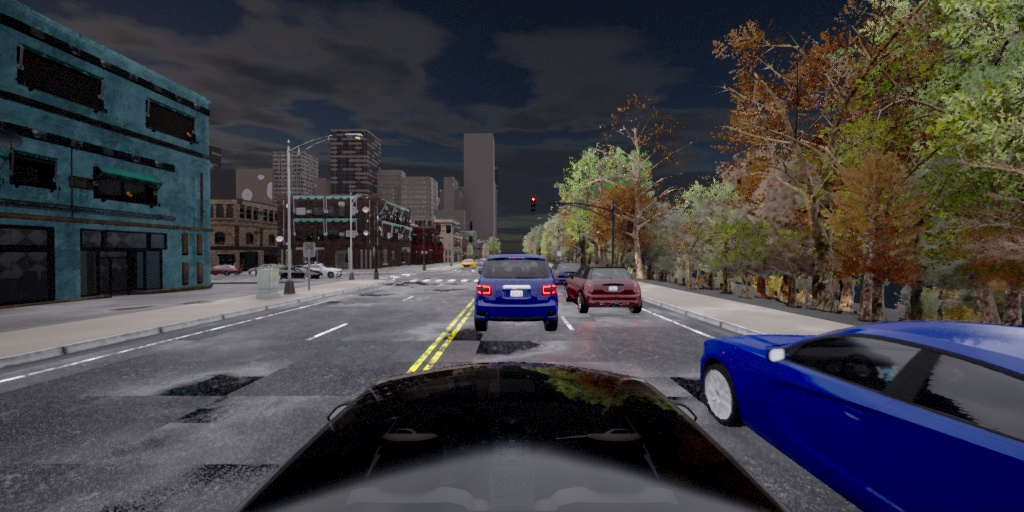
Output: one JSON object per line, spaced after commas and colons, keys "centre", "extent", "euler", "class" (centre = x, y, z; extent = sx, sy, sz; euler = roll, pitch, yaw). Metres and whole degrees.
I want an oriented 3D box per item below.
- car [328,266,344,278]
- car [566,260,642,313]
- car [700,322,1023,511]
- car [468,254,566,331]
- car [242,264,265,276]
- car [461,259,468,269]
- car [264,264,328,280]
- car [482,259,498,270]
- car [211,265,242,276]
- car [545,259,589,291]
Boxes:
{"centre": [-19.333, 1.486, 35.954], "extent": [4.674, 1.442, 1.812], "euler": [-1, 1, -1], "class": "car"}
{"centre": [3.362, 1.099, 14.029], "extent": [2.097, 1.767, 4.553], "euler": [0, 0, 0], "class": "car"}
{"centre": [3.347, 1.227, 2.619], "extent": [1.882, 1.535, 5.008], "euler": [0, 0, 0], "class": "car"}
{"centre": [0.107, 0.969, 11.067], "extent": [2.150, 2.045, 5.566], "euler": [0, 0, 0], "class": "car"}
{"centre": [-28.239, 1.554, 41.764], "extent": [4.403, 1.370, 2.007], "euler": [0, 0, 0], "class": "car"}
{"centre": [-6.532, 1.212, 54.277], "extent": [1.882, 1.535, 5.008], "euler": [0, 0, 0], "class": "car"}
{"centre": [-19.915, 1.560, 33.243], "extent": [4.313, 1.339, 1.948], "euler": [0, 0, 0], "class": "car"}
{"centre": [-3.272, 1.226, 54.543], "extent": [2.128, 1.511, 4.902], "euler": [0, 0, 1], "class": "car"}
{"centre": [-33.774, 1.649, 41.777], "extent": [4.207, 1.307, 1.802], "euler": [0, 0, 0], "class": "car"}
{"centre": [3.373, 1.098, 22.867], "extent": [2.097, 1.767, 4.553], "euler": [0, 0, 0], "class": "car"}
